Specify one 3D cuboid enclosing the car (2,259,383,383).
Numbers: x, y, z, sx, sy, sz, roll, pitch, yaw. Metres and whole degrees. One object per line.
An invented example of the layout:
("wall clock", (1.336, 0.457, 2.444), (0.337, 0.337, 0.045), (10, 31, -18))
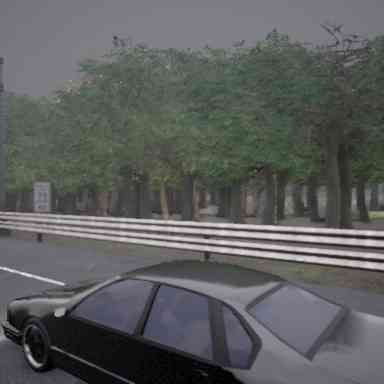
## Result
("car", (-0.145, 1.578, 3.980), (5.357, 1.411, 2.033), (-1, -1, 36))
